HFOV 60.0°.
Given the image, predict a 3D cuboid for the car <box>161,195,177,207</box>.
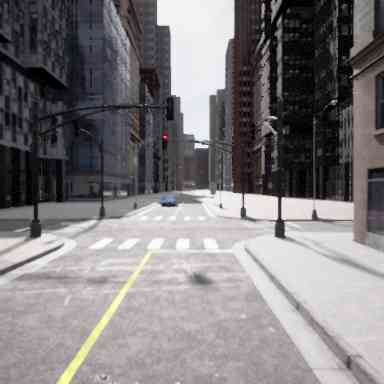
[{"bbox_3d":[-3.008,1.167,43.599,1.882,1.535,5.008,0,2,0],"label":"car"}]
